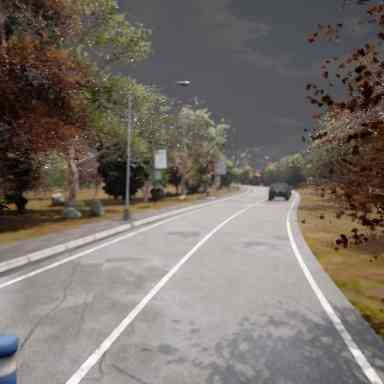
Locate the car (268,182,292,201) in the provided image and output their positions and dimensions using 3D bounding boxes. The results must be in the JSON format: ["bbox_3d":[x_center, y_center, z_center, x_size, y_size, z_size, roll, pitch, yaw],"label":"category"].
[{"bbox_3d":[10.045,-0.091,38.297,2.150,2.045,5.566,0,2,19],"label":"car"}]

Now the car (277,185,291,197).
[{"bbox_3d":[13.444,-0.249,48.374,1.882,1.535,5.008,0,2,16],"label":"car"}]
